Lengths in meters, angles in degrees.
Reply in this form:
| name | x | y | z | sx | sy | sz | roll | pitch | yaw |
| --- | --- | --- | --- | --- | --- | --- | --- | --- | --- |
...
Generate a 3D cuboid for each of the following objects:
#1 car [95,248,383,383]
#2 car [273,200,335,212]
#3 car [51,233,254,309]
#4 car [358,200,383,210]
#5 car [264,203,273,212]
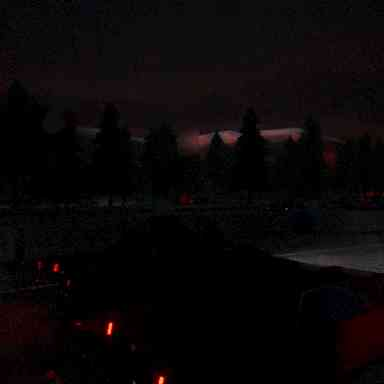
| name | x | y | z | sx | sy | sz | roll | pitch | yaw |
| --- | --- | --- | --- | --- | --- | --- | --- | --- | --- |
| car | 1.370 | 1.589 | 4.420 | 4.718 | 1.301 | 1.895 | 0 | 0 | -32 |
| car | 10.782 | 1.475 | 31.506 | 5.357 | 1.411 | 2.033 | 0 | 0 | -17 |
| car | -0.454 | 1.578 | 7.375 | 4.718 | 1.301 | 1.895 | 0 | 0 | -31 |
| car | 17.171 | 1.421 | 29.501 | 5.008 | 1.535 | 1.882 | 0 | 0 | -13 |
| car | 9.698 | 1.480 | 34.707 | 4.181 | 1.385 | 1.994 | 0 | 0 | -17 |
